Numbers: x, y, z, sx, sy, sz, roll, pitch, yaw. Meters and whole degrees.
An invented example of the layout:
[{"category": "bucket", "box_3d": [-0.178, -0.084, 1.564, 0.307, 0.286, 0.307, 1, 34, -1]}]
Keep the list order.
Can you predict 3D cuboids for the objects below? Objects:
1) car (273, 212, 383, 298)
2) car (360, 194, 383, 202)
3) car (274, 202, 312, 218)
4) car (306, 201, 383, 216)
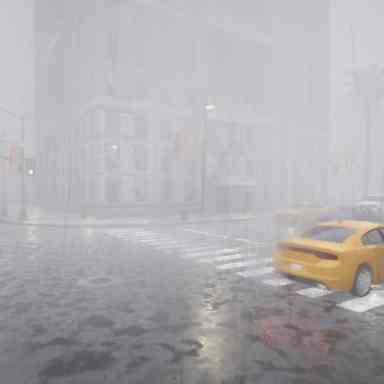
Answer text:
[{"category": "car", "box_3d": [4.319, 1.496, 8.620, 5.008, 1.535, 1.882, 0, 0, -34]}, {"category": "car", "box_3d": [16.471, 1.216, 29.472, 5.566, 2.045, 2.150, 0, 0, -33]}, {"category": "car", "box_3d": [7.993, 1.473, 23.840, 5.008, 1.535, 1.882, 0, 0, -34]}, {"category": "car", "box_3d": [9.922, 1.543, 20.924, 5.357, 1.411, 2.033, 0, 0, -34]}]
